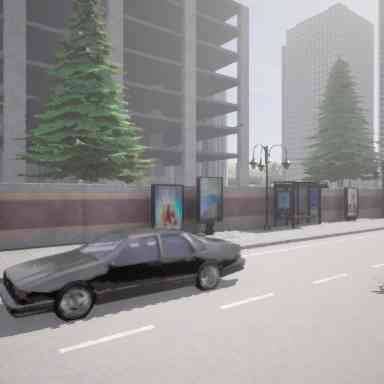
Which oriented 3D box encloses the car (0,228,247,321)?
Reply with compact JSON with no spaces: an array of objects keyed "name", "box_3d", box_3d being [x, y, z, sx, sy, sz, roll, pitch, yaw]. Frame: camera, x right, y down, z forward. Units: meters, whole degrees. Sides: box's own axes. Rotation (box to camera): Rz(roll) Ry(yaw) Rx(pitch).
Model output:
[{"name":"car","box_3d":[-1.195,1.547,7.454,5.357,1.411,2.033,0,0,-36]}]
